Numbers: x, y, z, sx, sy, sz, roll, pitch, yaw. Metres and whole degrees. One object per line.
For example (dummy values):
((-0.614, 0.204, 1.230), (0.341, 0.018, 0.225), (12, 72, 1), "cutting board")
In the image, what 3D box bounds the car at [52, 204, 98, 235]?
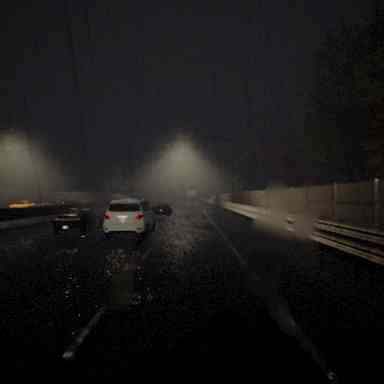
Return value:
((-6.899, 1.725, 20.518), (2.128, 1.511, 4.902), (0, -1, 0), "car")

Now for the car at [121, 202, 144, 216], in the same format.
((-6.899, 1.973, 39.015), (1.812, 1.442, 4.674), (0, -1, 0), "car")

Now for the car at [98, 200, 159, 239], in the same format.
((-3.400, 1.438, 19.003), (2.150, 2.045, 5.566), (0, 0, 0), "car")

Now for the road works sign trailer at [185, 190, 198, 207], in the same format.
((0.000, 1.299, 70.387), (2.380, 3.560, 2.880), (0, -1, 0), "road works sign trailer")

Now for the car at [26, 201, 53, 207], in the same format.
((-21.059, 2.147, 47.077), (1.895, 1.301, 4.718), (0, -1, 1), "car")

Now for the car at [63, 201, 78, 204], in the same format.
((-17.562, 2.080, 47.791), (1.812, 1.442, 4.674), (0, -1, 0), "car")

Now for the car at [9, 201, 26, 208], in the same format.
((-24.553, 2.040, 48.392), (1.882, 1.535, 5.008), (0, -1, 0), "car")

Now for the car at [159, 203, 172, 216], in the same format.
((-3.399, 2.007, 38.626), (1.994, 1.385, 4.181), (0, -1, 0), "car")
